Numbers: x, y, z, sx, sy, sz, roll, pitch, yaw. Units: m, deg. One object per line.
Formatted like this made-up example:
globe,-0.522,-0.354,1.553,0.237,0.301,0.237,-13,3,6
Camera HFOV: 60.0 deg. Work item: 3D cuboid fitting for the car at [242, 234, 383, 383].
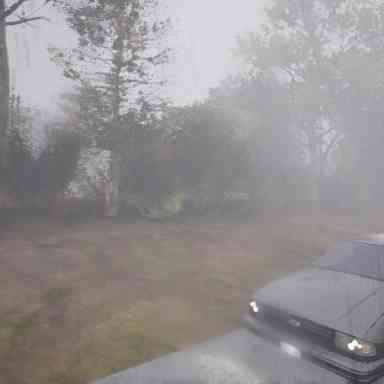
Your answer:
car,3.301,1.475,5.575,5.357,1.411,2.033,-1,2,-37
